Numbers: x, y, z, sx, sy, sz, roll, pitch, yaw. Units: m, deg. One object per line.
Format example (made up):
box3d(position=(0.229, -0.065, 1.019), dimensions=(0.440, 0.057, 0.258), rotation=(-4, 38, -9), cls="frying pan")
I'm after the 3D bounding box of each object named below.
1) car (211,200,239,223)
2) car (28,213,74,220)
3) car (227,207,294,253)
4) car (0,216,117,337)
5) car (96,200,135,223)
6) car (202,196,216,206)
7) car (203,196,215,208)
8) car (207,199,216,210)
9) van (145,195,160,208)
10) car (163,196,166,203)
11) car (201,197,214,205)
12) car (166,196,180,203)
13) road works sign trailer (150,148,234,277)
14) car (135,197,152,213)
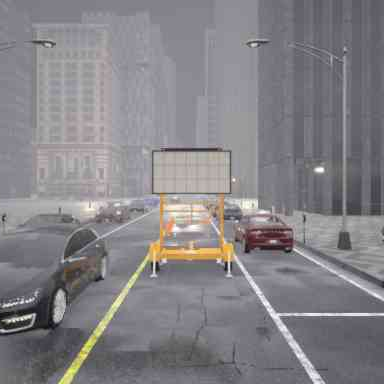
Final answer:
box3d(position=(2.735, 1.546, 24.770), dimensions=(2.008, 1.369, 4.403), rotation=(0, 0, 0), cls="car")
box3d(position=(-5.779, 1.564, 13.476), dimensions=(1.947, 1.339, 4.313), rotation=(0, 0, 0), cls="car")
box3d(position=(2.747, 1.543, 13.488), dimensions=(1.887, 1.381, 4.507), rotation=(0, 0, 0), cls="car")
box3d(position=(-3.105, 1.504, 6.992), dimensions=(1.837, 1.490, 4.892), rotation=(0, 0, 0), cls="car")
box3d(position=(-5.791, 1.435, 24.758), dimensions=(1.967, 1.590, 4.097), rotation=(0, 0, 0), cls="car")
box3d(position=(2.704, 1.414, 52.974), dimensions=(1.967, 1.590, 4.097), rotation=(0, 0, 0), cls="car")
box3d(position=(2.716, 1.509, 41.862), dimensions=(1.752, 1.417, 4.829), rotation=(0, 0, 0), cls="car")
box3d(position=(2.729, 1.558, 30.410), dimensions=(1.947, 1.339, 4.313), rotation=(0, 0, 0), cls="car")
box3d(position=(-5.815, 1.320, 47.322), dimensions=(1.690, 1.788, 3.998), rotation=(0, 0, 0), cls="van")
box3d(position=(-5.833, 1.512, 64.245), dimensions=(2.008, 1.369, 4.403), rotation=(0, 0, 0), cls="car")
box3d(position=(2.699, 1.518, 58.615), dimensions=(2.008, 1.369, 4.403), rotation=(0, 0, 0), cls="car")
box3d(position=(-3.065, 1.512, 61.130), dimensions=(2.033, 1.411, 5.357), rotation=(0, 0, 0), cls="car")
box3d(position=(-0.010, 0.463, 10.221), dimensions=(2.380, 3.560, 2.880), rotation=(0, 0, 0), cls="road works sign trailer")
box3d(position=(-5.803, 1.554, 36.041), dimensions=(1.947, 1.339, 4.313), rotation=(0, 0, 0), cls="car")
